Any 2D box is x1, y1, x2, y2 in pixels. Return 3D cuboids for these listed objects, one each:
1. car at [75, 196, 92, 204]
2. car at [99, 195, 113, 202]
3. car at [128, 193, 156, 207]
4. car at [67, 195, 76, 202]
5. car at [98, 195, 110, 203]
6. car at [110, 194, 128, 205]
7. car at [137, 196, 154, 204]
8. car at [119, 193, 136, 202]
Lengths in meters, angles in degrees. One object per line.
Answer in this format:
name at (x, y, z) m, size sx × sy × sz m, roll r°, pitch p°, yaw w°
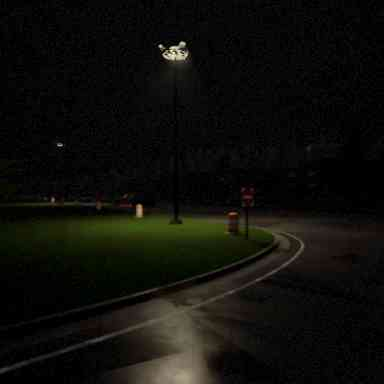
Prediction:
car at (-22.629, 1.708, 70.432) m, size 2.033 × 1.411 × 5.357 m, roll 0°, pitch 0°, yaw -30°
car at (-21.246, 1.524, 81.946) m, size 2.097 × 1.767 × 4.553 m, roll 0°, pitch 0°, yaw -30°
car at (-7.526, 1.294, 51.715) m, size 2.150 × 2.045 × 5.566 m, roll 0°, pitch 0°, yaw -30°
car at (-27.844, 1.726, 79.367) m, size 1.812 × 1.442 × 4.674 m, roll 0°, pitch 0°, yaw -30°
car at (-18.280, 1.698, 69.921) m, size 1.994 × 1.385 × 4.181 m, roll 0°, pitch 0°, yaw -30°
car at (-12.962, 1.588, 60.953) m, size 1.882 × 1.535 × 5.008 m, roll 0°, pitch 0°, yaw -30°
car at (-9.720, 1.577, 69.141) m, size 1.882 × 1.535 × 5.008 m, roll 0°, pitch 0°, yaw -30°
car at (-15.373, 1.361, 78.827) m, size 2.150 × 2.045 × 5.566 m, roll 0°, pitch 0°, yaw -30°
